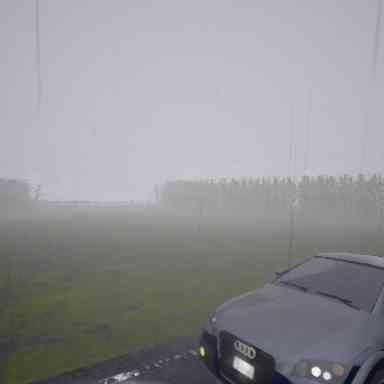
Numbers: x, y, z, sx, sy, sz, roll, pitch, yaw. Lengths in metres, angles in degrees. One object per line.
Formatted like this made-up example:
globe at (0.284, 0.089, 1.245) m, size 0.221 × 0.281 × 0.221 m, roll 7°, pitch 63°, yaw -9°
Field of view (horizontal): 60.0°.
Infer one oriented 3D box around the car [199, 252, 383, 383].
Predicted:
car at (2.155, 1.571, 4.449) m, size 4.181 × 1.385 × 1.994 m, roll 0°, pitch 0°, yaw -35°
